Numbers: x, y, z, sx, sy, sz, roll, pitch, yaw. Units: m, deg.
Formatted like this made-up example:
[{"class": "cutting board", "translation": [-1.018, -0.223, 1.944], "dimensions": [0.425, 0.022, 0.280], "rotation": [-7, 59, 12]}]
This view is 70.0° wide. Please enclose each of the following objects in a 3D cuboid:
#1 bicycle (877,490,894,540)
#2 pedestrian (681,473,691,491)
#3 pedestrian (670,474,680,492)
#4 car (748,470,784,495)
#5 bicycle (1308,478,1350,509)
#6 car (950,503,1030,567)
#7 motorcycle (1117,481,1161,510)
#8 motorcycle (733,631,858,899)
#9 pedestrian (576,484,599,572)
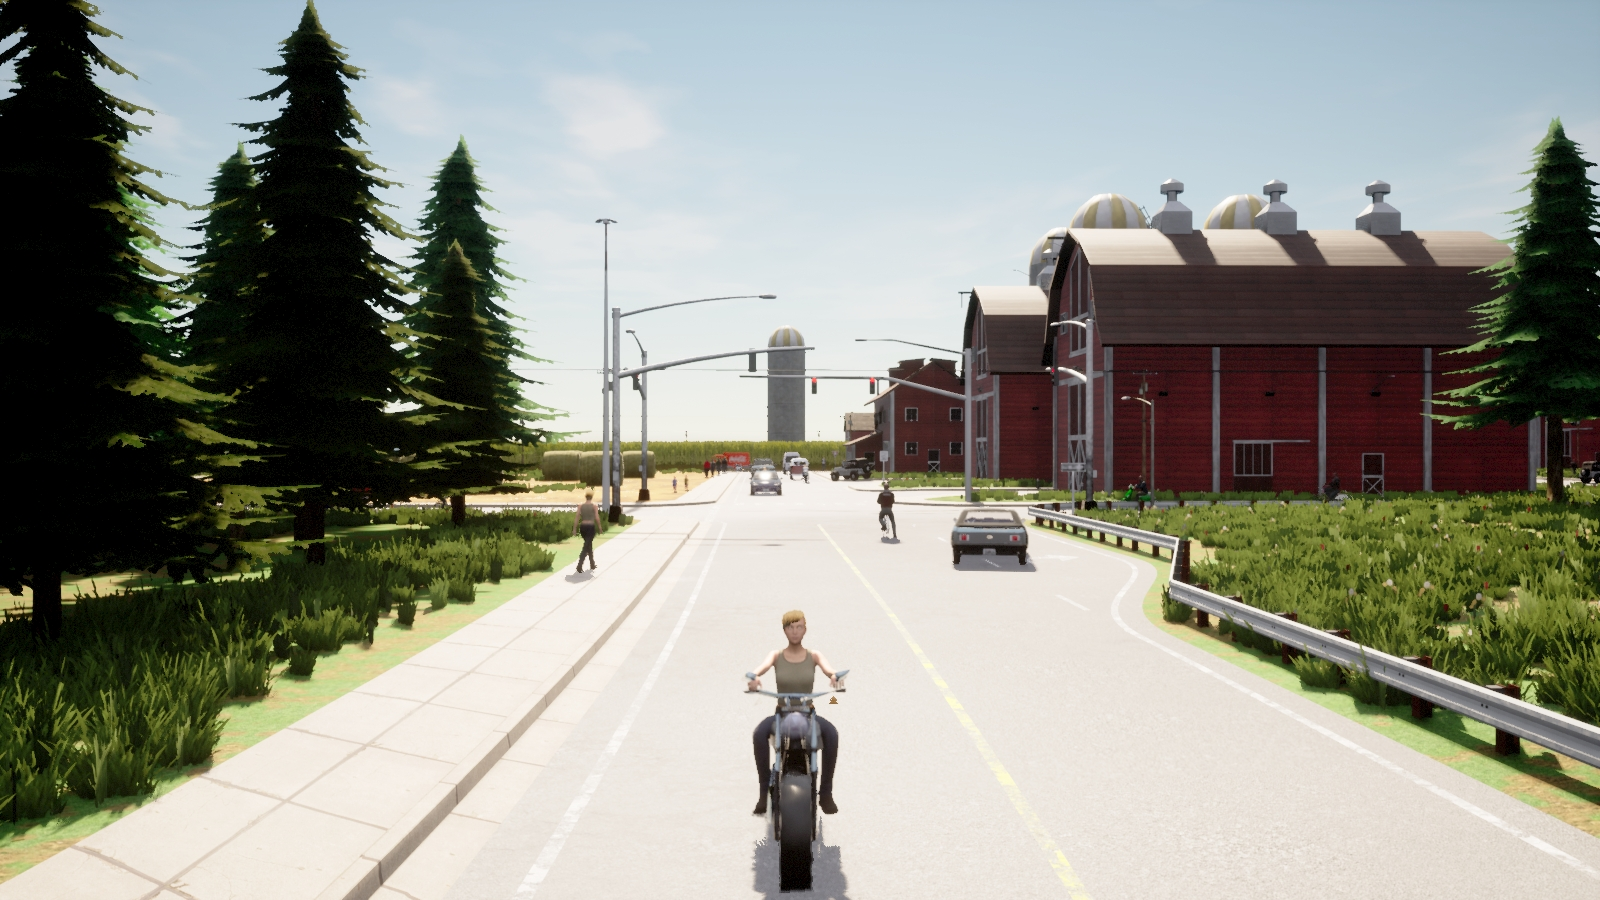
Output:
[{"class": "bicycle", "translation": [2.689, 2.036, 36.060], "dimensions": [0.329, 1.471, 1.835], "rotation": [0, 0, -2]}, {"class": "pedestrian", "translation": [-7.305, 2.054, 73.359], "dimensions": [0.500, 1.100, 0.500], "rotation": [0, 0, 10]}, {"class": "pedestrian", "translation": [-7.711, 2.054, 70.443], "dimensions": [0.500, 1.100, 0.500], "rotation": [0, 0, 4]}, {"class": "car", "translation": [-2.153, 2.036, 72.119], "dimensions": [2.163, 1.488, 4.792], "rotation": [0, 0, -2]}, {"class": "bicycle", "translation": [25.062, 2.064, 54.100], "dimensions": [1.835, 1.471, 0.329], "rotation": [0, 0, -1]}, {"class": "car", "translation": [4.923, 2.130, 29.686], "dimensions": [1.895, 1.301, 4.718], "rotation": [0, 0, 9]}, {"class": "motorcycle", "translation": [15.989, 2.145, 53.899], "dimensions": [1.805, 1.316, 0.856], "rotation": [0, 0, -1]}, {"class": "motorcycle", "translation": [-0.036, 2.128, 8.132], "dimensions": [0.764, 1.307, 2.356], "rotation": [0, 0, 0]}, {"class": "pedestrian", "translation": [-4.563, 1.671, 24.525], "dimensions": [0.375, 1.860, 0.375], "rotation": [0, 0, 14]}]
